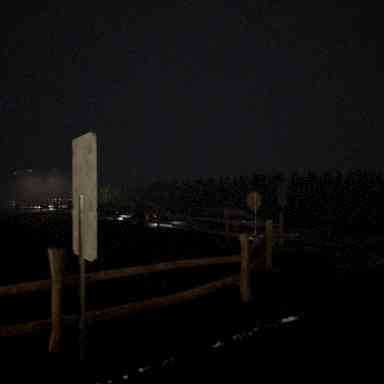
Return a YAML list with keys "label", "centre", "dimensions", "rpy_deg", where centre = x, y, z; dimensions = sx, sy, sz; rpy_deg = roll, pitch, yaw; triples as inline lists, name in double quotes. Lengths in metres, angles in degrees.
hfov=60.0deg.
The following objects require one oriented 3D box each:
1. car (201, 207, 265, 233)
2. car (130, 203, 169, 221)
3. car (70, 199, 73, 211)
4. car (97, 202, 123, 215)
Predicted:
- label: "car"
  centre: [2.367, 1.642, 20.467]
  dimensions: [1.812, 1.442, 4.674]
  rpy_deg: [0, 0, -35]
- label: "car"
  centre: [-3.807, 1.708, 29.140]
  dimensions: [1.837, 1.490, 4.892]
  rpy_deg: [0, 0, -35]
- label: "car"
  centre: [-15.452, 1.725, 45.553]
  dimensions: [2.097, 1.767, 4.553]
  rpy_deg: [0, 0, -34]
- label: "car"
  centre: [-9.504, 1.831, 37.139]
  dimensions: [2.033, 1.411, 5.357]
  rpy_deg: [0, 0, -36]
